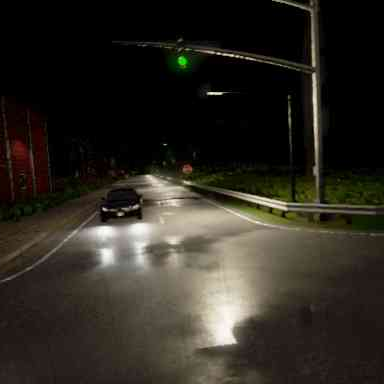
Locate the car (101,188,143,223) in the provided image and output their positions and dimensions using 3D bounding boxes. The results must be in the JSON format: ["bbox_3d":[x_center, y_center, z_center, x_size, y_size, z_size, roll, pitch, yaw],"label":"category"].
[{"bbox_3d":[-3.464,0.551,16.726,1.812,1.442,4.674,-4,4,-8],"label":"car"}]
